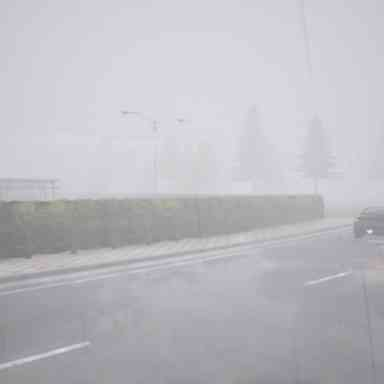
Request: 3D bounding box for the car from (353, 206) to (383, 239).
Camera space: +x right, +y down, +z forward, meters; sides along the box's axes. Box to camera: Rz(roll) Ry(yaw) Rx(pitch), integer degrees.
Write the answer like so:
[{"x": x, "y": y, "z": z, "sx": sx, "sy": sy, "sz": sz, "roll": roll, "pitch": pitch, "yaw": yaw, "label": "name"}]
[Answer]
[{"x": 9.356, "y": 1.416, "z": 15.853, "sx": 4.892, "sy": 1.490, "sz": 1.837, "roll": 0, "pitch": 0, "yaw": -43, "label": "car"}]
